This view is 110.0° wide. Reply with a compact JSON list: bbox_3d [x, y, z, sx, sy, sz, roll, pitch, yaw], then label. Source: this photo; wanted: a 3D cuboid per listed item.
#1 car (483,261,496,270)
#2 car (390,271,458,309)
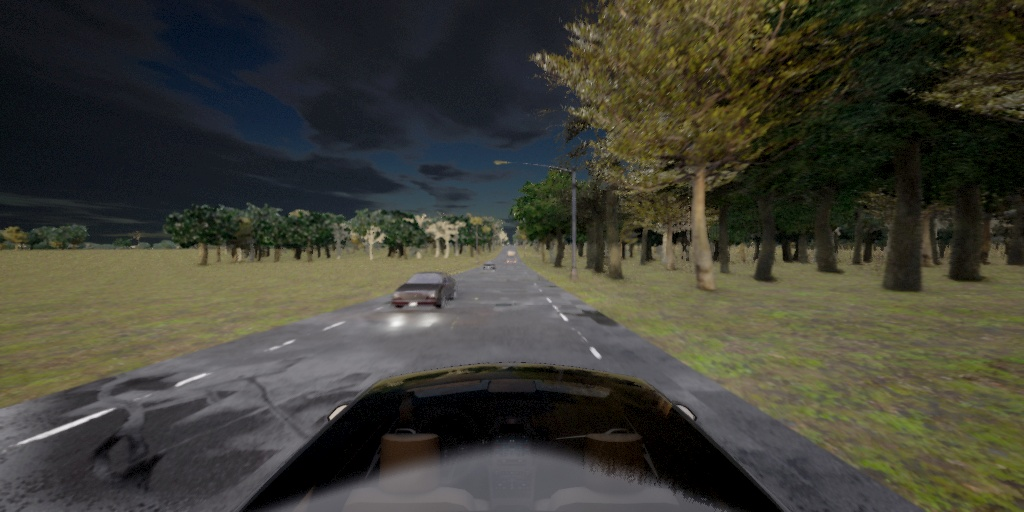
[{"bbox_3d":[-3.515,1.505,56.367,2.033,1.411,5.357,0,0,1],"label":"car"},{"bbox_3d":[-3.596,1.388,15.732,2.033,1.411,5.357,0,0,0],"label":"car"}]
